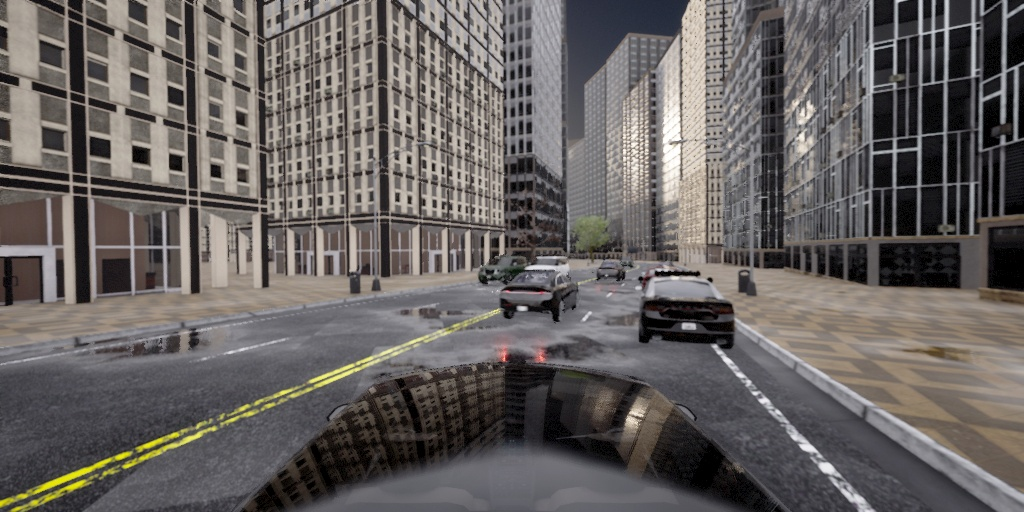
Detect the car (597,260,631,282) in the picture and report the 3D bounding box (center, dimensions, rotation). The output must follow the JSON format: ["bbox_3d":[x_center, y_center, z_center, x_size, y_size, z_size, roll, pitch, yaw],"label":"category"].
[{"bbox_3d":[8.431,1.322,30.254,2.128,1.511,4.902,0,0,25],"label":"car"}]

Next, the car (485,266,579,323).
[{"bbox_3d":[1.123,1.279,12.491,2.128,1.511,4.902,0,0,20],"label":"car"}]

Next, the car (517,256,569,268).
[{"bbox_3d":[2.587,1.046,25.628,2.150,2.045,5.566,0,0,23],"label":"car"}]

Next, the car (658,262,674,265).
[{"bbox_3d":[7.785,1.274,18.533,1.882,1.535,5.008,0,0,22],"label":"car"}]

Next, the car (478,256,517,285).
[{"bbox_3d":[-0.462,1.054,26.761,2.150,2.045,5.566,0,0,23],"label":"car"}]

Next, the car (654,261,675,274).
[{"bbox_3d":[19.244,1.408,45.083,2.033,1.411,5.357,0,0,27],"label":"car"}]

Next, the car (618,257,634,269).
[{"bbox_3d":[19.760,1.120,62.009,2.150,2.045,5.566,0,0,23],"label":"car"}]

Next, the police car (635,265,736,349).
[{"bbox_3d":[4.361,1.194,9.518,1.930,1.638,5.238,0,0,20],"label":"police car"}]
